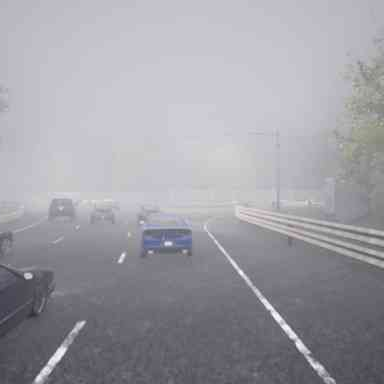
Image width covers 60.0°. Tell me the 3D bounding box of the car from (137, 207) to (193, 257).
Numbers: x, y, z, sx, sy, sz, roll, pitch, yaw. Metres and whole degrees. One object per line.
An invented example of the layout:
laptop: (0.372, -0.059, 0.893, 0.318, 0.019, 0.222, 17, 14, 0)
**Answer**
car: (-1.125, 1.620, 13.715, 1.882, 1.535, 5.008, 0, -1, -7)

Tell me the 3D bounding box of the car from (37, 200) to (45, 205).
car: (-36.519, 2.534, 82.354, 4.718, 1.301, 1.895, -1, -1, 42)

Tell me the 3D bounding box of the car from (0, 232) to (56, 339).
car: (-3.597, 1.605, 4.471, 2.033, 1.411, 5.357, 0, -1, -4)

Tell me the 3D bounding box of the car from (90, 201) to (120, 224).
car: (-7.430, 1.794, 27.752, 2.128, 1.511, 4.902, 0, -1, -15)

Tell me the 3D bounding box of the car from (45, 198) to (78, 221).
car: (-11.949, 1.570, 30.945, 2.150, 2.045, 5.566, 0, -1, -17)

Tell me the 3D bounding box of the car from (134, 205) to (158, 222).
car: (-3.468, 1.769, 26.398, 2.128, 1.511, 4.902, 0, -1, -14)

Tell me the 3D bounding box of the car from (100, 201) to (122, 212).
car: (-12.245, 2.088, 49.965, 2.033, 1.411, 5.357, 0, -1, -26)
